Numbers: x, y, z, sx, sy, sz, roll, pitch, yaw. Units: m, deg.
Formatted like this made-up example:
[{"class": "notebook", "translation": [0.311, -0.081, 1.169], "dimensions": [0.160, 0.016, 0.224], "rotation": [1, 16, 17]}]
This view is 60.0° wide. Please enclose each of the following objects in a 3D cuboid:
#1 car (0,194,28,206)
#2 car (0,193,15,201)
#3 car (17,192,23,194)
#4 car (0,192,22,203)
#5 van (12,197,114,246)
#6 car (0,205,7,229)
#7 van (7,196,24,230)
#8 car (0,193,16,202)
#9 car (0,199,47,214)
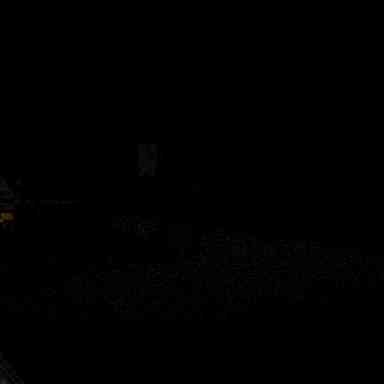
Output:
[{"class": "car", "translation": [-28.300, 1.236, 51.486], "dimensions": [2.185, 1.767, 4.553], "rotation": [1, 0, 38]}, {"class": "car", "translation": [-41.065, 1.078, 71.816], "dimensions": [2.185, 1.767, 4.553], "rotation": [1, -1, 38]}, {"class": "car", "translation": [-26.709, 1.260, 48.940], "dimensions": [2.185, 1.767, 4.553], "rotation": [1, 0, 38]}, {"class": "car", "translation": [-36.282, 1.005, 64.173], "dimensions": [2.435, 2.045, 5.566], "rotation": [1, 0, 38]}, {"class": "van", "translation": [-5.810, 1.383, 16.040], "dimensions": [1.878, 1.987, 4.442], "rotation": [0, -1, 37]}, {"class": "car", "translation": [-9.110, 1.632, 20.989], "dimensions": [2.097, 1.535, 5.008], "rotation": [1, -1, 37]}, {"class": "van", "translation": [-7.429, 1.396, 18.566], "dimensions": [1.878, 1.987, 4.442], "rotation": [0, -1, 37]}, {"class": "car", "translation": [-39.475, 1.094, 69.271], "dimensions": [2.185, 1.767, 4.553], "rotation": [1, -1, 38]}, {"class": "car", "translation": [-18.754, 1.514, 36.211], "dimensions": [2.231, 1.521, 4.892], "rotation": [2, 0, 38]}]
